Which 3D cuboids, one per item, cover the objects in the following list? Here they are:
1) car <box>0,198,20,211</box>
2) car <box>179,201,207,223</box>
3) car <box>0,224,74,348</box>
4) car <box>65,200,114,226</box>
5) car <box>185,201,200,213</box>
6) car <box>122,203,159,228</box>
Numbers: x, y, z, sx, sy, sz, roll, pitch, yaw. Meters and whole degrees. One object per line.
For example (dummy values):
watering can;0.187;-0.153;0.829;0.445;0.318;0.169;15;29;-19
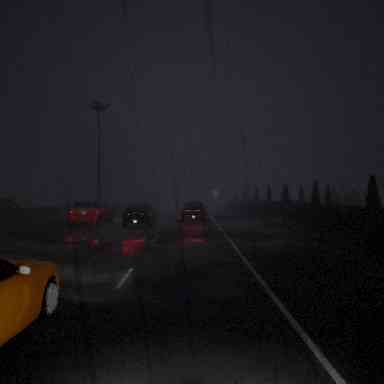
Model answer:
car;-17.518;1.346;29.919;2.097;1.767;4.553;0;0;0
car;0.103;1.492;25.642;1.837;1.490;4.892;0;0;0
car;-3.396;1.476;4.248;1.882;1.535;5.008;0;0;0
car;-6.897;1.341;23.293;2.097;1.767;4.553;0;0;0
car;0.105;1.939;42.795;1.812;1.442;4.674;0;-3;0
car;-3.398;1.495;22.308;1.837;1.490;4.892;0;0;0
